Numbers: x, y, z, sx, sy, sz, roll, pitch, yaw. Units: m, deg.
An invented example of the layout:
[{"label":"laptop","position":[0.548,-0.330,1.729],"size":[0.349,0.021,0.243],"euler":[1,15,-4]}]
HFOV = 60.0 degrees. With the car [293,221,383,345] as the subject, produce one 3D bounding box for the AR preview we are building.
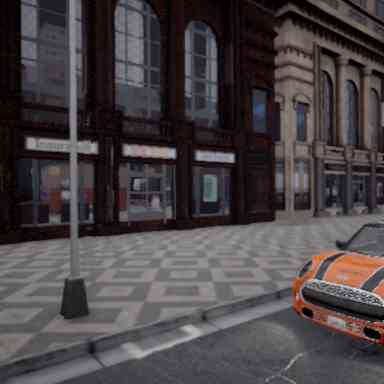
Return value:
[{"label":"car","position":[3.972,1.347,6.272],"size":[4.553,1.767,2.097],"euler":[0,0,-36]}]
